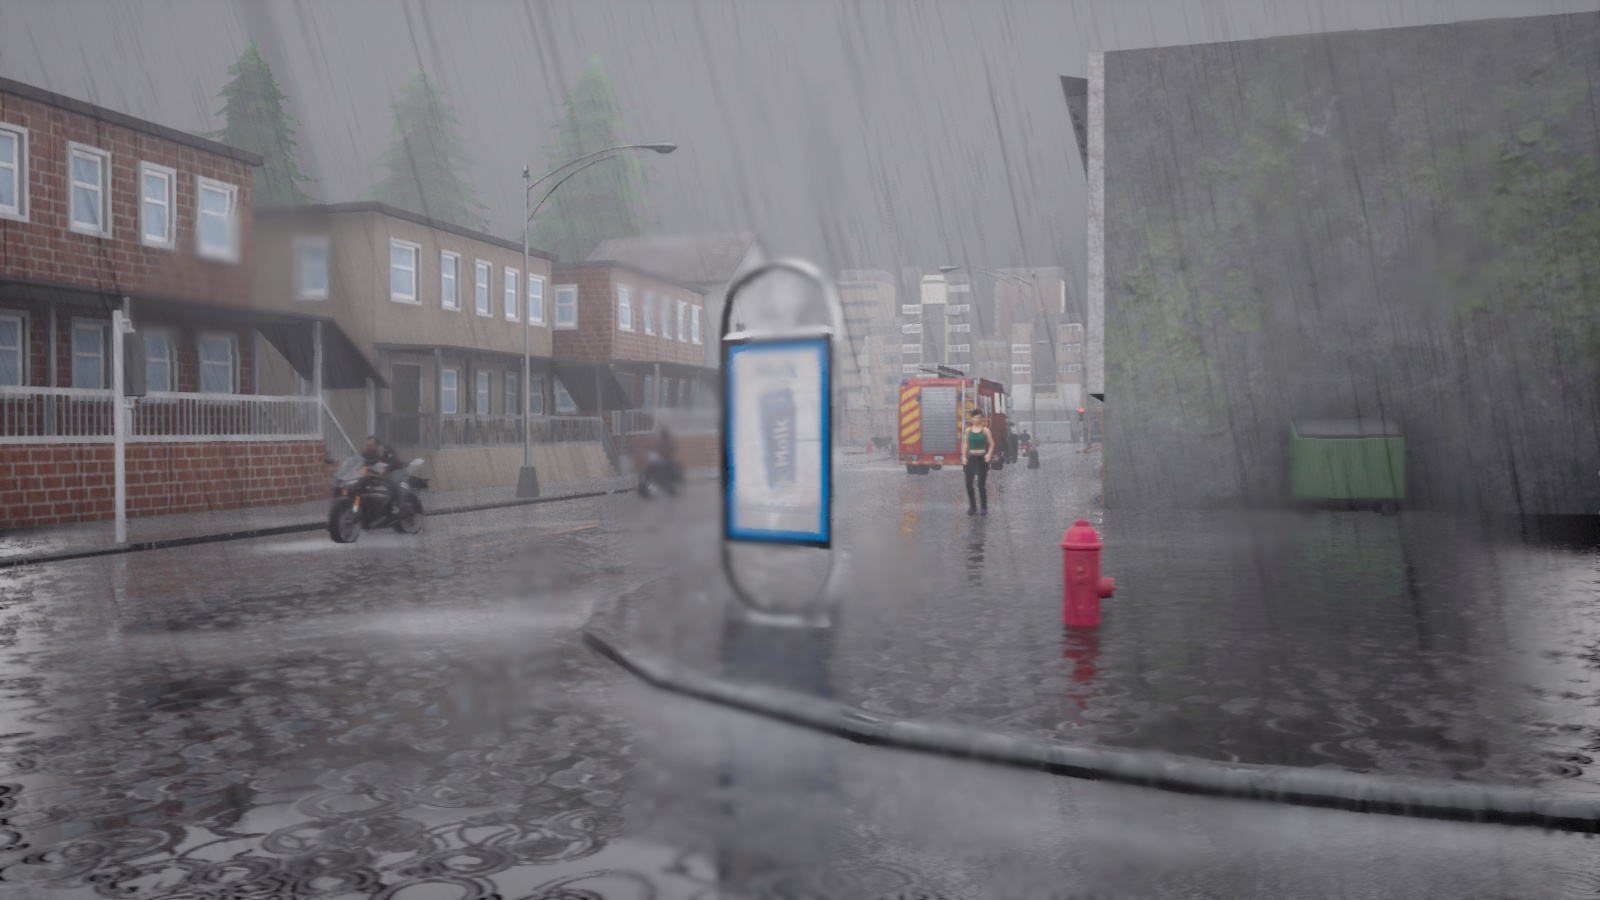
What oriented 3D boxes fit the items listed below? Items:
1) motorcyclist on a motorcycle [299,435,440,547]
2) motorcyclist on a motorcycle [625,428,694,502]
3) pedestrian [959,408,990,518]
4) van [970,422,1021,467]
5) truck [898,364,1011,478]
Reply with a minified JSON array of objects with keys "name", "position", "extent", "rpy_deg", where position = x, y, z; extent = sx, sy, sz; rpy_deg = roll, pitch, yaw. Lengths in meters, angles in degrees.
[{"name":"motorcyclist on a motorcycle","position":[-6.272,0.549,18.466],"extent":[0.866,1.530,2.191],"rpy_deg":[0,1,16]},{"name":"motorcyclist on a motorcycle","position":[-3.241,0.309,29.158],"extent":[0.766,1.649,2.350],"rpy_deg":[0,1,16]},{"name":"pedestrian","position":[2.981,0.213,21.451],"extent":[0.345,1.836,0.594],"rpy_deg":[1,1,27]},{"name":"van","position":[9.067,-0.291,57.916],"extent":[1.775,1.987,4.442],"rpy_deg":[0,1,16]},{"name":"truck","position":[5.901,-1.045,46.715],"extent":[2.891,3.827,8.468],"rpy_deg":[0,1,16]}]
